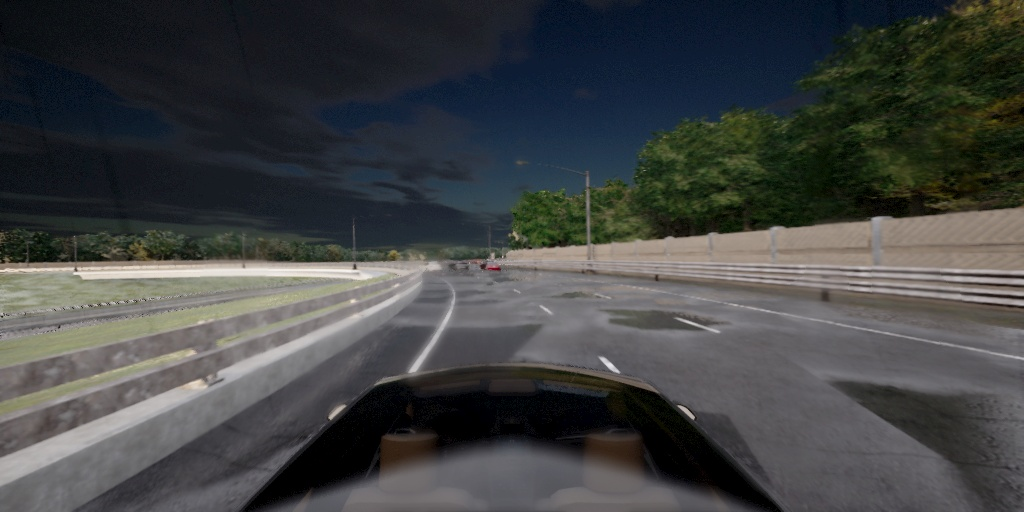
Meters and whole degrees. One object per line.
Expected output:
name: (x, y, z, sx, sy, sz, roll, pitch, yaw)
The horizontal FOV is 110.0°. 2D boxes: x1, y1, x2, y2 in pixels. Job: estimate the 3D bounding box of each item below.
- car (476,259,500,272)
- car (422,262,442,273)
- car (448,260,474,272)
car: (-3.054, 1.372, 48.984, 1.994, 1.385, 4.181, -1, 0, -21)
car: (-10.766, 1.495, 48.308, 1.812, 1.442, 4.674, -1, 0, -27)
car: (-7.455, 1.391, 49.477, 2.128, 1.511, 4.902, -1, 0, -26)
